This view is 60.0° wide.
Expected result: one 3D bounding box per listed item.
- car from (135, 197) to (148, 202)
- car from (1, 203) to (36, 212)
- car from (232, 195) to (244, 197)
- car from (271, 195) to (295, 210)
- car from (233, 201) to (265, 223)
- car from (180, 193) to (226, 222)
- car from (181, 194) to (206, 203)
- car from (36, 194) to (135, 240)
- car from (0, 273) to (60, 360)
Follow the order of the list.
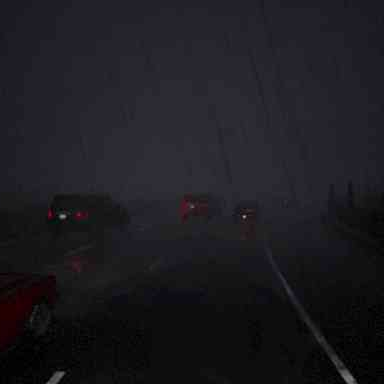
[{"bbox_3d":[-7.474,1.321,43.218,1.812,1.442,4.674,0,0,26],"label":"car"},{"bbox_3d":[-11.120,1.438,22.398,1.994,1.385,4.181,0,0,14],"label":"car"},{"bbox_3d":[8.471,1.320,62.368,1.837,1.490,4.892,0,0,36],"label":"car"},{"bbox_3d":[11.263,1.207,41.001,2.097,1.767,4.553,0,0,28],"label":"car"},{"bbox_3d":[4.259,1.409,24.864,1.837,1.490,4.892,0,0,17],"label":"car"},{"bbox_3d":[0.829,1.113,25.773,2.150,2.045,5.566,0,0,17],"label":"car"},{"bbox_3d":[0.317,1.226,63.100,2.128,1.511,4.902,0,0,36],"label":"car"},{"bbox_3d":[-5.032,1.136,16.884,2.150,2.045,5.566,0,0,11],"label":"car"},{"bbox_3d":[-3.213,1.577,3.437,1.895,1.301,4.718,0,0,3],"label":"car"}]
